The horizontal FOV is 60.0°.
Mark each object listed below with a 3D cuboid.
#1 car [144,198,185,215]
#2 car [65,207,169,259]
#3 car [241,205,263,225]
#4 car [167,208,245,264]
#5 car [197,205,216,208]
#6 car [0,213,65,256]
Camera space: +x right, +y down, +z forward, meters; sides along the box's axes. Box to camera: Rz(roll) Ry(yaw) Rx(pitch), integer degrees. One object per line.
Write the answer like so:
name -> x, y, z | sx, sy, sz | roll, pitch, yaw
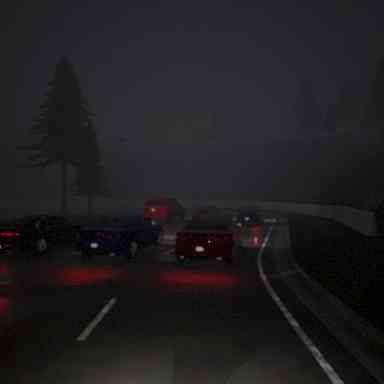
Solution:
car -> -2.235, 1.477, 27.861 | 2.150, 2.045, 5.566 | 0, 0, 16
car -> -2.644, 1.601, 13.260 | 1.882, 1.535, 5.008 | 0, 0, 13
car -> 4.606, 1.775, 26.312 | 1.812, 1.442, 4.674 | 0, 0, 16
car -> 0.783, 1.596, 12.544 | 1.882, 1.535, 5.008 | 0, 0, 13
car -> 1.231, 1.782, 27.237 | 1.812, 1.442, 4.674 | 0, 0, 16
car -> -6.120, 1.634, 13.786 | 1.837, 1.490, 4.892 | 0, 0, 13
